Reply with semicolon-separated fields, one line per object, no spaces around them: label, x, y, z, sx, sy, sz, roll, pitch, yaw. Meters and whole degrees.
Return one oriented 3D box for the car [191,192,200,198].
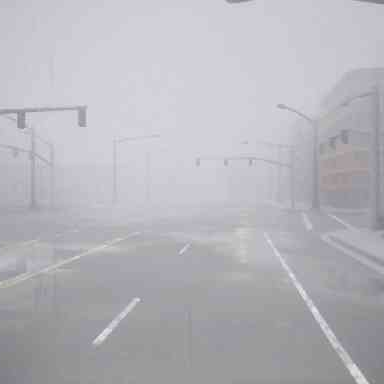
car;0.840;0.785;80.331;1.812;1.442;4.674;0;1;8
